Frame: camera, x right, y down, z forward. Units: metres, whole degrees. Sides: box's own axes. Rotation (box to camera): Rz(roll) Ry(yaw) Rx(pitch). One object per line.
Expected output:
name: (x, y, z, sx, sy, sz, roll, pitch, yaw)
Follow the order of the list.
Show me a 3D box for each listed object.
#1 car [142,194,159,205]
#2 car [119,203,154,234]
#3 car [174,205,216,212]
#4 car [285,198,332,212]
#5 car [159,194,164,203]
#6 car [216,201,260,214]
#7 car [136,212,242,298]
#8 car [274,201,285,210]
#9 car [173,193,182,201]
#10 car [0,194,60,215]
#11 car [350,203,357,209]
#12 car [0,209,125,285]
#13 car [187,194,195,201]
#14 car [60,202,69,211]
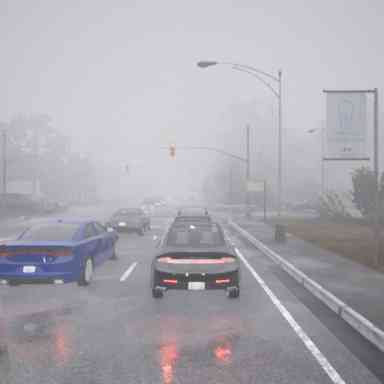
car: (-7.278, 1.480, 56.583, 1.837, 1.490, 4.892, 0, 0, 0)
car: (-3.463, 1.556, 18.464, 1.994, 1.385, 4.181, 0, 0, 0)
car: (0.038, 1.470, 17.964, 1.882, 1.535, 5.008, 0, 0, 0)
car: (13.570, 1.509, 38.103, 4.674, 1.442, 1.812, 0, 0, 3)
car: (-7.261, 1.476, 65.951, 1.837, 1.490, 4.892, 0, 0, 0)
car: (4.717, 1.586, 34.871, 4.718, 1.301, 1.895, 0, 0, 3)
car: (0.073, 1.488, 8.468, 2.128, 1.511, 4.902, 0, 0, 0)
car: (12.852, 1.474, 41.661, 4.902, 1.511, 2.128, 0, 0, 3)
car: (-3.800, 1.434, 85.277, 1.882, 1.535, 5.008, 0, 0, 0)
car: (-15.924, 1.209, 31.723, 5.566, 2.045, 2.150, 0, 0, 14)
car: (22.589, 1.525, 41.133, 5.357, 1.411, 2.033, 0, 0, 3)
car: (-3.432, 1.473, 9.472, 1.882, 1.535, 5.008, 0, 0, 0)
car: (-0.302, 1.481, 85.673, 2.128, 1.511, 4.902, 0, 0, 0)
car: (-15.678, 1.336, 35.951, 4.553, 1.767, 2.097, 0, 0, 3)
